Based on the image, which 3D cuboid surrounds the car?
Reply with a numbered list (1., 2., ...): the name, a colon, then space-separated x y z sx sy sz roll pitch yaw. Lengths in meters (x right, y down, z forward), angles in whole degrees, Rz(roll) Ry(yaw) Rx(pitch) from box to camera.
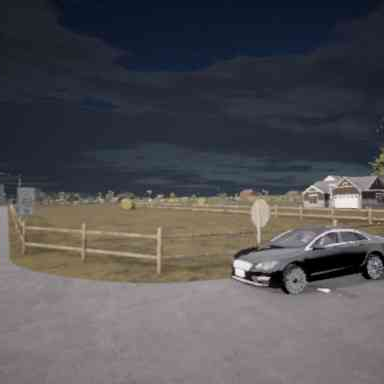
1. car: 3.393 1.739 9.378 4.902 1.511 2.128 0 -3 -26
